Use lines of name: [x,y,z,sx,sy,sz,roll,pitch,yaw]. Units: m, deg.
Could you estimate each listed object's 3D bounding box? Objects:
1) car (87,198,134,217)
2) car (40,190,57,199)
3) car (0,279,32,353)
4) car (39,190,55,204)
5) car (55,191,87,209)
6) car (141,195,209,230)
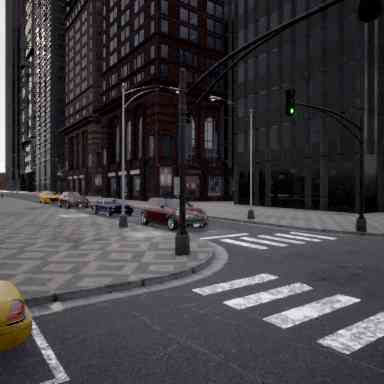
car: [-6.333,1.154,26.138,1.895,1.301,4.718,0,1,-36]
car: [-24.731,0.467,57.116,1.812,1.442,4.674,0,1,-35]
car: [-4.403,1.525,3.508,4.829,1.417,1.752,0,0,-35]
car: [-18.276,0.669,42.773,1.882,1.535,5.008,0,1,-35]
car: [-12.203,0.724,34.289,2.097,1.767,4.553,0,1,-36]
car: [-1.066,1.073,18.833,2.097,1.767,4.553,0,1,-36]
